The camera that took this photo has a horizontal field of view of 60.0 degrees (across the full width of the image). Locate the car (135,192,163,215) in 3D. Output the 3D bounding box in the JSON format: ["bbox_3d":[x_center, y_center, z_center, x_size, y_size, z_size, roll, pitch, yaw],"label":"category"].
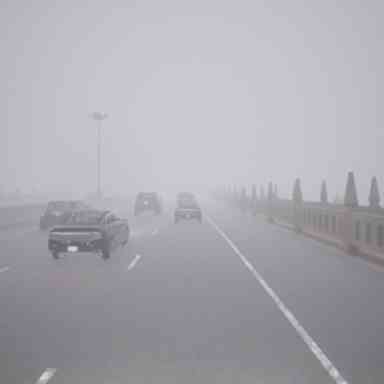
[{"bbox_3d":[-4.000,1.034,31.073,2.150,2.045,5.566,0,0,-2],"label":"car"}]

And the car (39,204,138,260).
[{"bbox_3d":[-3.510,1.418,12.083,2.128,1.511,4.902,0,0,-1],"label":"car"}]

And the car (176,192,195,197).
[{"bbox_3d":[-0.766,0.980,40.366,2.150,2.045,5.566,0,1,-2],"label":"car"}]

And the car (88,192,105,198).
[{"bbox_3d":[-15.225,0.985,52.435,2.150,2.045,5.566,0,0,-2],"label":"car"}]

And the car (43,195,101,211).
[{"bbox_3d":[-7.191,1.232,19.767,2.097,1.767,4.553,0,0,-1],"label":"car"}]

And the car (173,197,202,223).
[{"bbox_3d":[-0.295,1.347,23.794,2.128,1.511,4.902,0,0,-2],"label":"car"}]
